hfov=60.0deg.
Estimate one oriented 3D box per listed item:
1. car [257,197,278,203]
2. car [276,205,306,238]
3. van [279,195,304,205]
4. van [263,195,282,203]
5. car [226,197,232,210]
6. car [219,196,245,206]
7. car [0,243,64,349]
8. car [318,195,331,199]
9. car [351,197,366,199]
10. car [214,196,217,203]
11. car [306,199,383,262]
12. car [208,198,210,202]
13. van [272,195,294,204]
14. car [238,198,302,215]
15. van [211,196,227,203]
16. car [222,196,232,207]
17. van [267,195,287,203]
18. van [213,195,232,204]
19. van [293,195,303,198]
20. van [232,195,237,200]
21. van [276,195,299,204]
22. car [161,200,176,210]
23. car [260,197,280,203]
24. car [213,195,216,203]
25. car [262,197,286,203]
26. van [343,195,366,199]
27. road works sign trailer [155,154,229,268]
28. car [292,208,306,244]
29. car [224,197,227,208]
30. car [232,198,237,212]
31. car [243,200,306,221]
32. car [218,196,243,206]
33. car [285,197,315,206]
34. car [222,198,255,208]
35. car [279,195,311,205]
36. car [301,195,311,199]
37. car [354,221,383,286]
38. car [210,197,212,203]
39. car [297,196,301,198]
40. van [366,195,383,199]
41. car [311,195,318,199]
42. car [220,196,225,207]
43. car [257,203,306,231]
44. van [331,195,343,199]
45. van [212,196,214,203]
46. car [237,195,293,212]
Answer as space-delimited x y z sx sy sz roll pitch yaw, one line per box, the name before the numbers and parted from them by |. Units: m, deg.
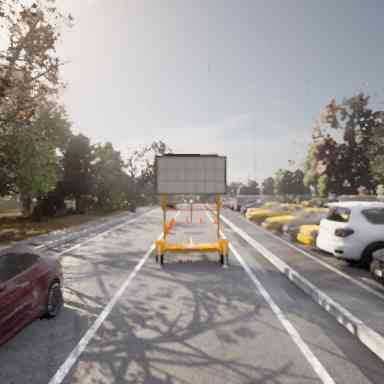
car | 20.547 2.224 90.660 5.008 1.535 2.097 0 -1 0
car | 6.892 1.587 16.030 4.892 1.521 2.231 0 0 0
van | 20.496 1.600 68.649 4.442 1.987 1.878 0 0 0
van | 20.625 1.872 85.125 4.442 1.987 1.878 0 -1 0
car | 7.053 1.675 41.004 4.792 1.488 2.163 0 0 0
car | 7.203 1.652 60.437 4.553 1.767 2.185 0 0 0
car | -3.350 1.539 4.669 1.812 1.442 4.674 0 0 0
car | 20.154 1.405 43.594 5.566 2.045 2.435 0 0 0
car | 20.122 1.599 35.283 5.008 1.535 2.097 0 0 0
car | 7.027 1.756 57.661 5.366 1.575 1.946 0 0 0
car | 6.871 1.345 10.477 5.566 2.045 2.435 0 0 0
car | 7.479 2.237 90.949 5.008 1.535 2.097 0 -1 0
van | 20.306 1.638 74.199 4.442 1.987 1.878 0 -1 0
car | 6.989 1.580 29.899 4.892 1.521 2.231 0 0 0
van | 7.612 2.074 93.729 4.442 1.987 1.878 0 -1 0
car | 7.096 1.713 46.556 4.792 1.488 2.163 0 0 0
van | 20.348 1.746 79.589 4.442 1.987 1.878 0 -1 0
van | 7.270 1.757 79.854 4.442 1.987 1.878 0 -1 0
van | 20.409 1.525 57.569 4.442 1.987 1.878 0 0 0
van | 7.177 1.401 38.228 4.442 1.987 1.878 0 0 0
van | 20.516 1.618 71.294 4.442 1.987 1.878 0 0 0
car | -3.233 1.789 46.432 1.895 1.301 4.718 0 0 0
car | 20.524 2.162 87.890 4.892 1.521 2.231 0 -1 0
car | 7.272 1.815 65.988 5.008 1.535 2.097 0 0 0
car | 20.302 2.032 82.352 5.366 1.575 1.946 0 -1 0
van | 20.255 1.392 38.053 4.442 1.987 1.878 0 0 0
road works sign trailer | -0.020 0.497 11.398 2.380 3.560 2.880 0 0 -1
car | 7.050 1.588 13.252 5.366 1.575 1.946 0 0 0
car | 7.074 1.694 43.780 4.792 1.488 2.163 0 0 0
car | 7.068 1.637 35.451 4.792 1.488 2.163 0 0 0
car | 6.767 1.569 24.480 5.366 1.575 1.946 0 0 0
car | 7.225 1.671 63.213 4.553 1.767 2.185 0 0 0
car | 20.329 1.787 62.984 5.008 1.535 2.097 0 0 0
car | 7.175 1.722 52.108 4.892 1.521 2.231 0 0 0
car | 20.329 1.556 65.880 5.566 2.045 2.435 0 0 0
car | 20.242 1.712 51.903 5.008 1.535 2.097 0 0 0
car | 6.826 1.601 7.702 5.008 1.535 2.097 0 0 0
car | 7.371 1.620 74.318 5.566 2.045 2.435 0 0 0
car | 20.273 1.772 54.798 4.674 1.452 2.002 0 0 0
van | 19.987 1.358 32.499 4.442 1.987 1.878 0 0 0
car | 20.176 1.423 46.364 5.566 2.045 2.435 0 0 0
car | 6.962 1.699 49.334 5.366 1.575 1.946 0 0 0
car | 6.722 1.577 18.807 5.366 1.575 1.946 0 0 0
van | 20.044 1.411 40.825 4.442 1.987 1.878 0 0 0
van | 7.205 1.627 71.543 4.442 1.987 1.878 0 0 0
car | 7.048 1.466 32.679 4.553 1.767 2.185 0 0 0
